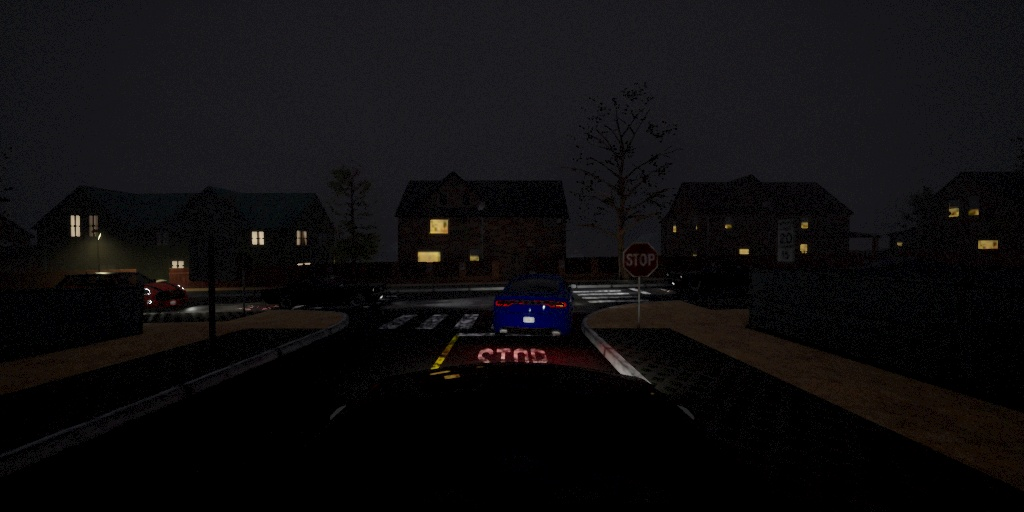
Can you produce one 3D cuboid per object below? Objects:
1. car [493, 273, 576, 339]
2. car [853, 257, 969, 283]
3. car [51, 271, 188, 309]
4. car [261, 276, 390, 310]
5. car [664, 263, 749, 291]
[{"bbox_3d":[0.785,1.226,10.182,1.882,1.535,5.008,0,0,10],"label":"car"},{"bbox_3d":[20.053,0.753,18.357,5.357,1.411,2.033,-1,1,0],"label":"car"},{"bbox_3d":[-16.801,1.471,15.379,4.553,1.767,2.097,-1,1,0],"label":"car"},{"bbox_3d":[-7.814,1.506,15.388,4.718,1.301,1.895,-1,1,0],"label":"car"},{"bbox_3d":[10.408,1.034,18.319,4.718,1.301,1.895,-1,1,-1],"label":"car"}]
